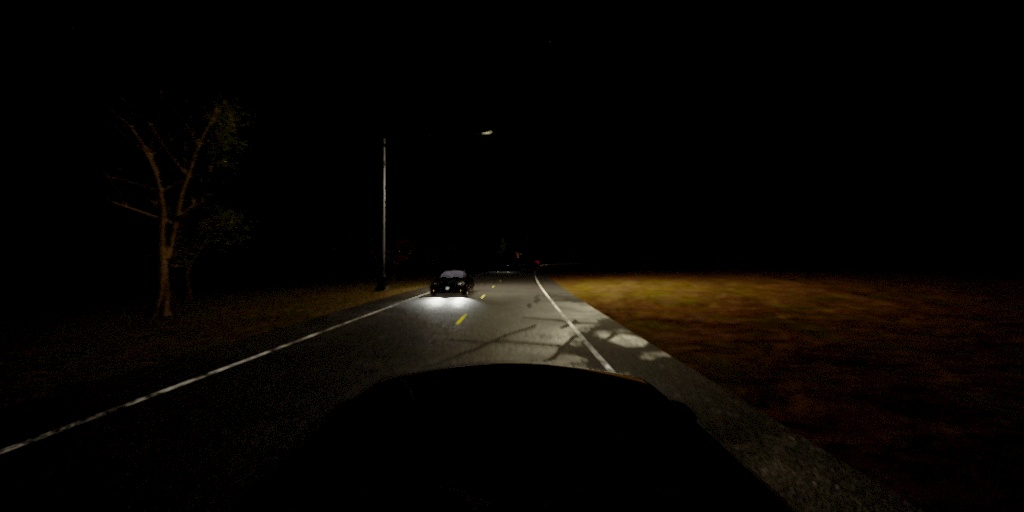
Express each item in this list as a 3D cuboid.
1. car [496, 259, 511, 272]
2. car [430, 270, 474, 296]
[{"bbox_3d":[-1.328,1.600,62.002,2.150,2.045,5.566,0,-1,5],"label":"car"},{"bbox_3d":[-3.354,1.513,20.774,1.994,1.385,4.181,0,-1,1],"label":"car"}]
